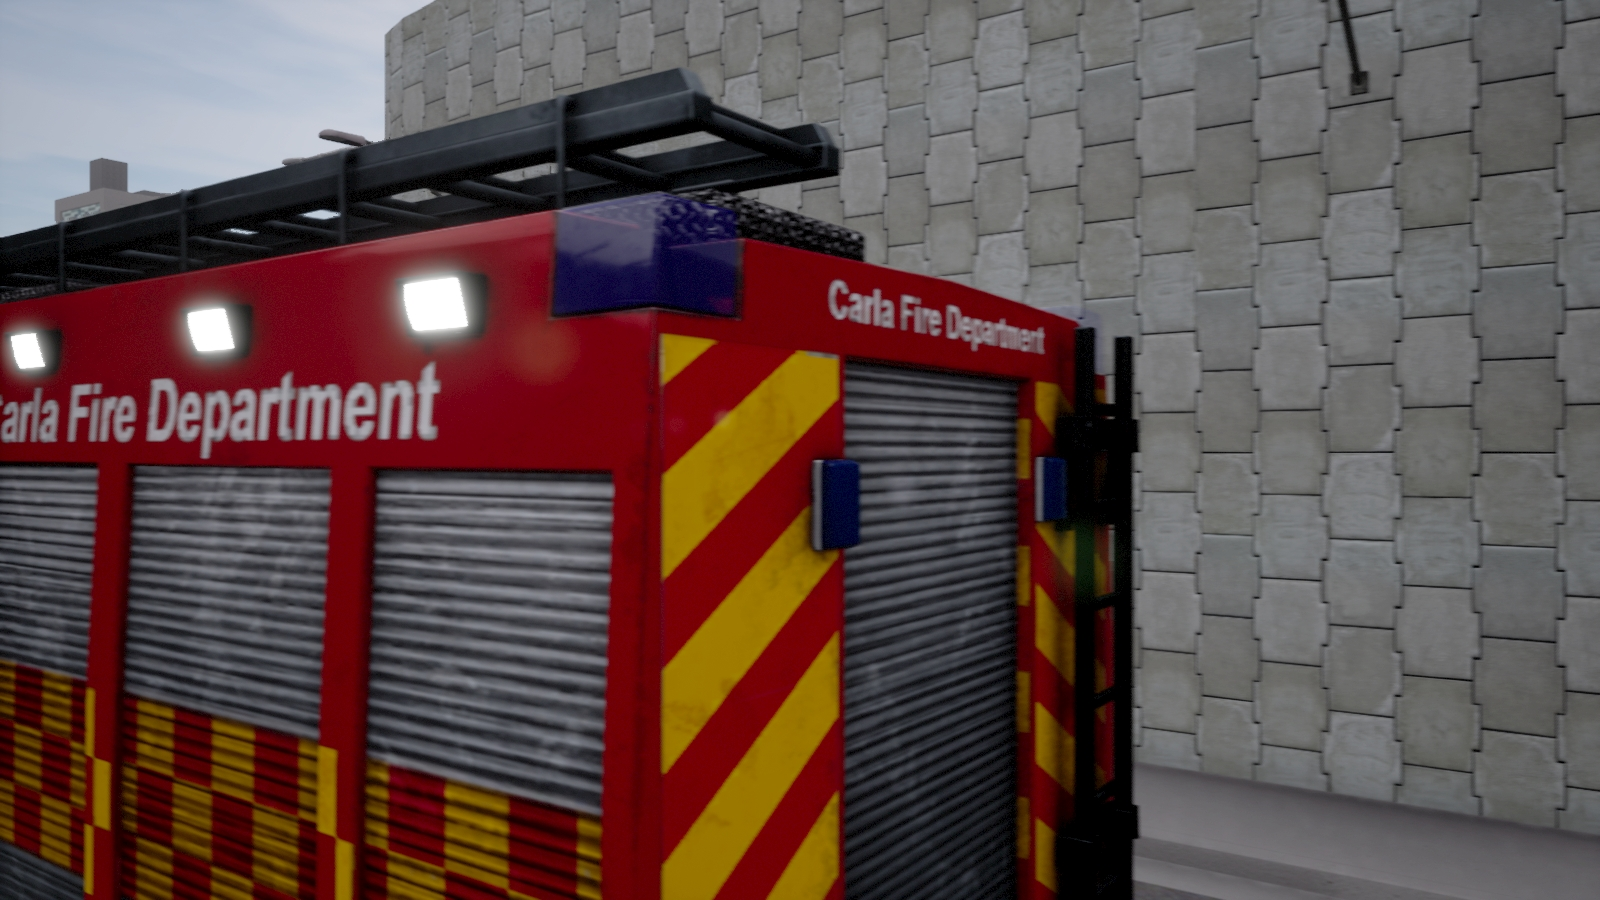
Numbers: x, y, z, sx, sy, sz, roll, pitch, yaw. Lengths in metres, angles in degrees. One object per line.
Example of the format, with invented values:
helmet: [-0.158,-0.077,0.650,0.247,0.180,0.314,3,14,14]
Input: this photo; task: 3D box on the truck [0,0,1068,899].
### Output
truck: [-3.242,0.890,5.741,8.468,3.827,2.891,0,0,35]
